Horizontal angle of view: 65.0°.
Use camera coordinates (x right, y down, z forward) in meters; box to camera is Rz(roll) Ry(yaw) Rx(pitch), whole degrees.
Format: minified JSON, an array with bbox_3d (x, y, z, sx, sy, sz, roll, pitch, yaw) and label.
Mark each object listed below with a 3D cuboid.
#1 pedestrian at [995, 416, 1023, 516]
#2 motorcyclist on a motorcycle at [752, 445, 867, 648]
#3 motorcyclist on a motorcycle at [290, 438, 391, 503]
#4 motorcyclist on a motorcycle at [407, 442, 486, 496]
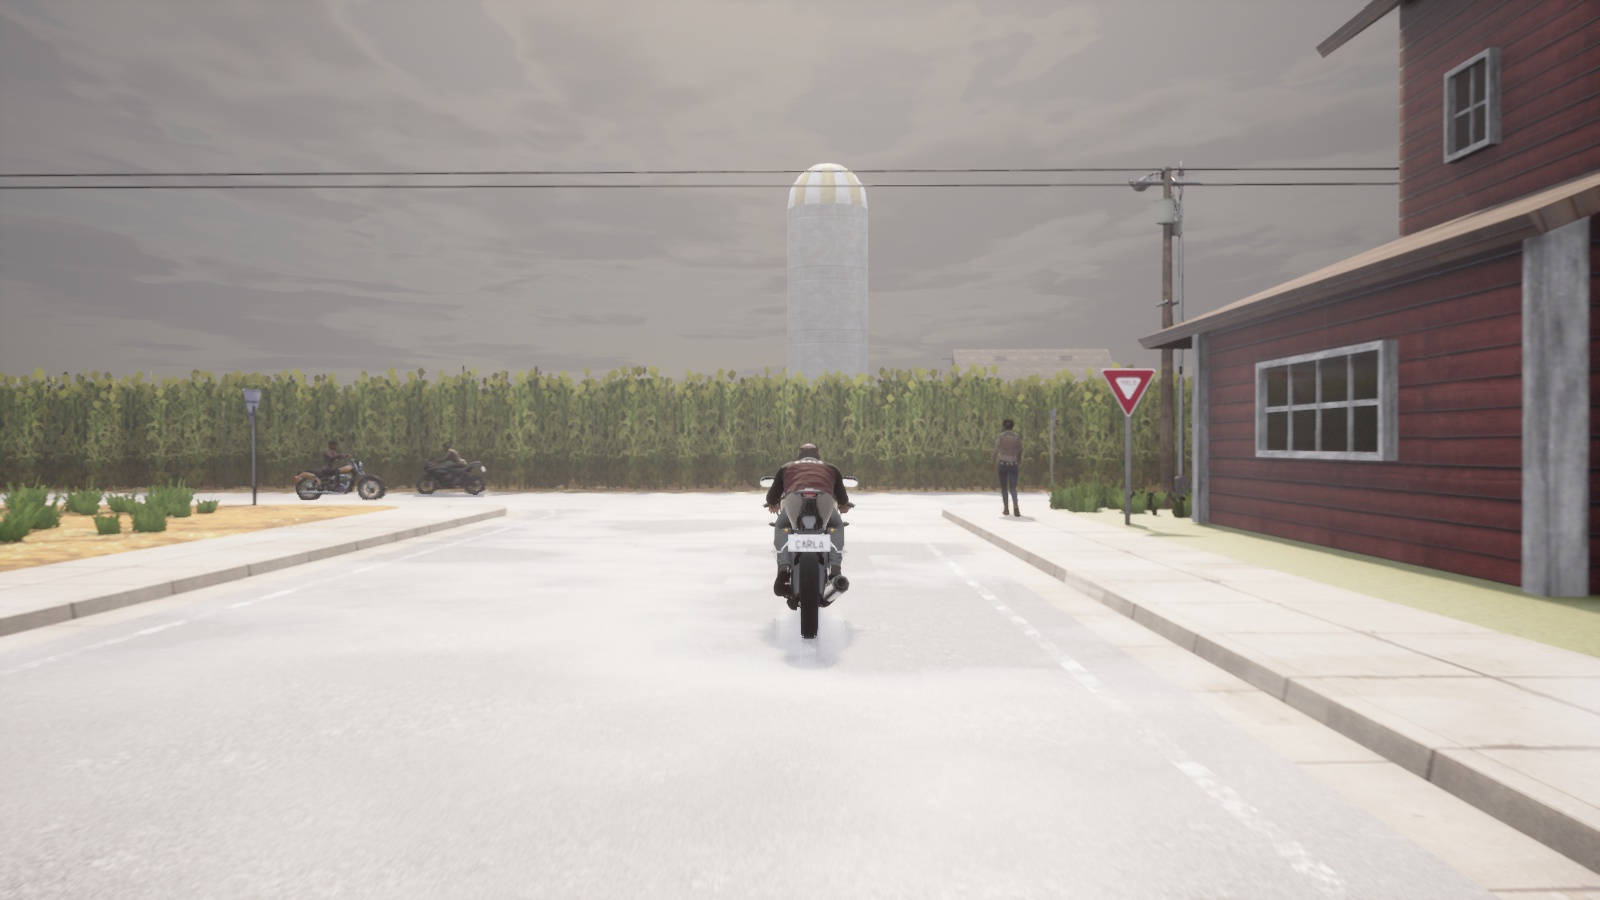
[{"bbox_3d":[3.834,0.282,23.059,0.328,1.805,0.869,0,0,-2],"label":"pedestrian"},{"bbox_3d":[0.075,0.722,10.544,0.866,1.530,2.191,0,0,0],"label":"motorcyclist on a motorcycle"},{"bbox_3d":[-11.961,0.530,32.726,2.350,1.649,0.766,0,0,1],"label":"motorcyclist on a motorcycle"},{"bbox_3d":[-10.166,0.543,36.189,2.044,1.523,0.797,0,0,1],"label":"motorcyclist on a motorcycle"}]
